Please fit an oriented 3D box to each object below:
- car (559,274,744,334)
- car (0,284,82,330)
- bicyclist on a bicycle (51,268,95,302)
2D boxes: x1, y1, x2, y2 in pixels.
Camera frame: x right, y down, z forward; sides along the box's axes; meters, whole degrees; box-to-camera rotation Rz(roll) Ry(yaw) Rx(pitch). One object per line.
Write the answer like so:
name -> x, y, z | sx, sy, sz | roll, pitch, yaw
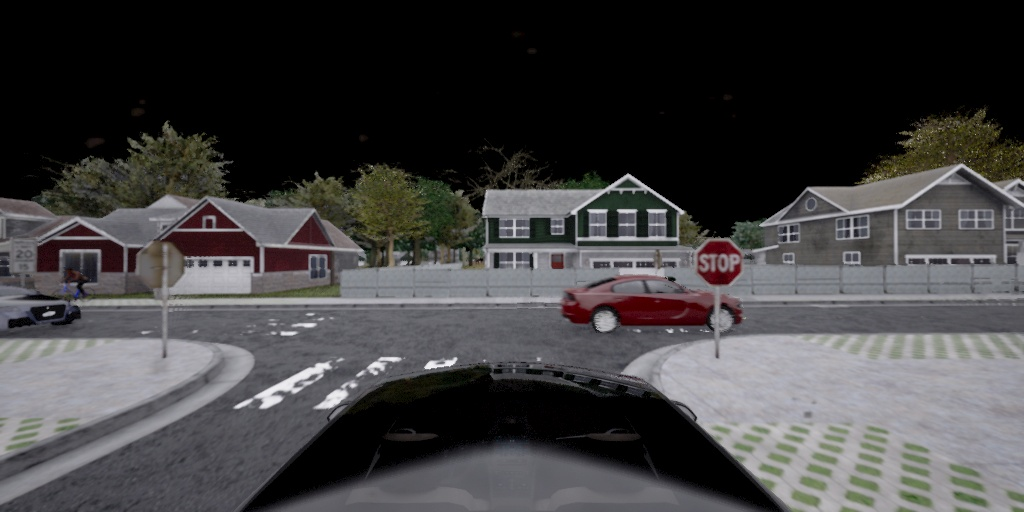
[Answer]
car -> 3.872, 1.279, 10.308 | 5.008, 1.535, 1.882 | -1, 0, 0
car -> -15.504, 1.522, 10.484 | 4.181, 1.385, 1.994 | 0, -1, 0
bicyclist on a bicycle -> -20.020, 1.355, 16.380 | 0.582, 1.620, 1.656 | 0, 0, 1
